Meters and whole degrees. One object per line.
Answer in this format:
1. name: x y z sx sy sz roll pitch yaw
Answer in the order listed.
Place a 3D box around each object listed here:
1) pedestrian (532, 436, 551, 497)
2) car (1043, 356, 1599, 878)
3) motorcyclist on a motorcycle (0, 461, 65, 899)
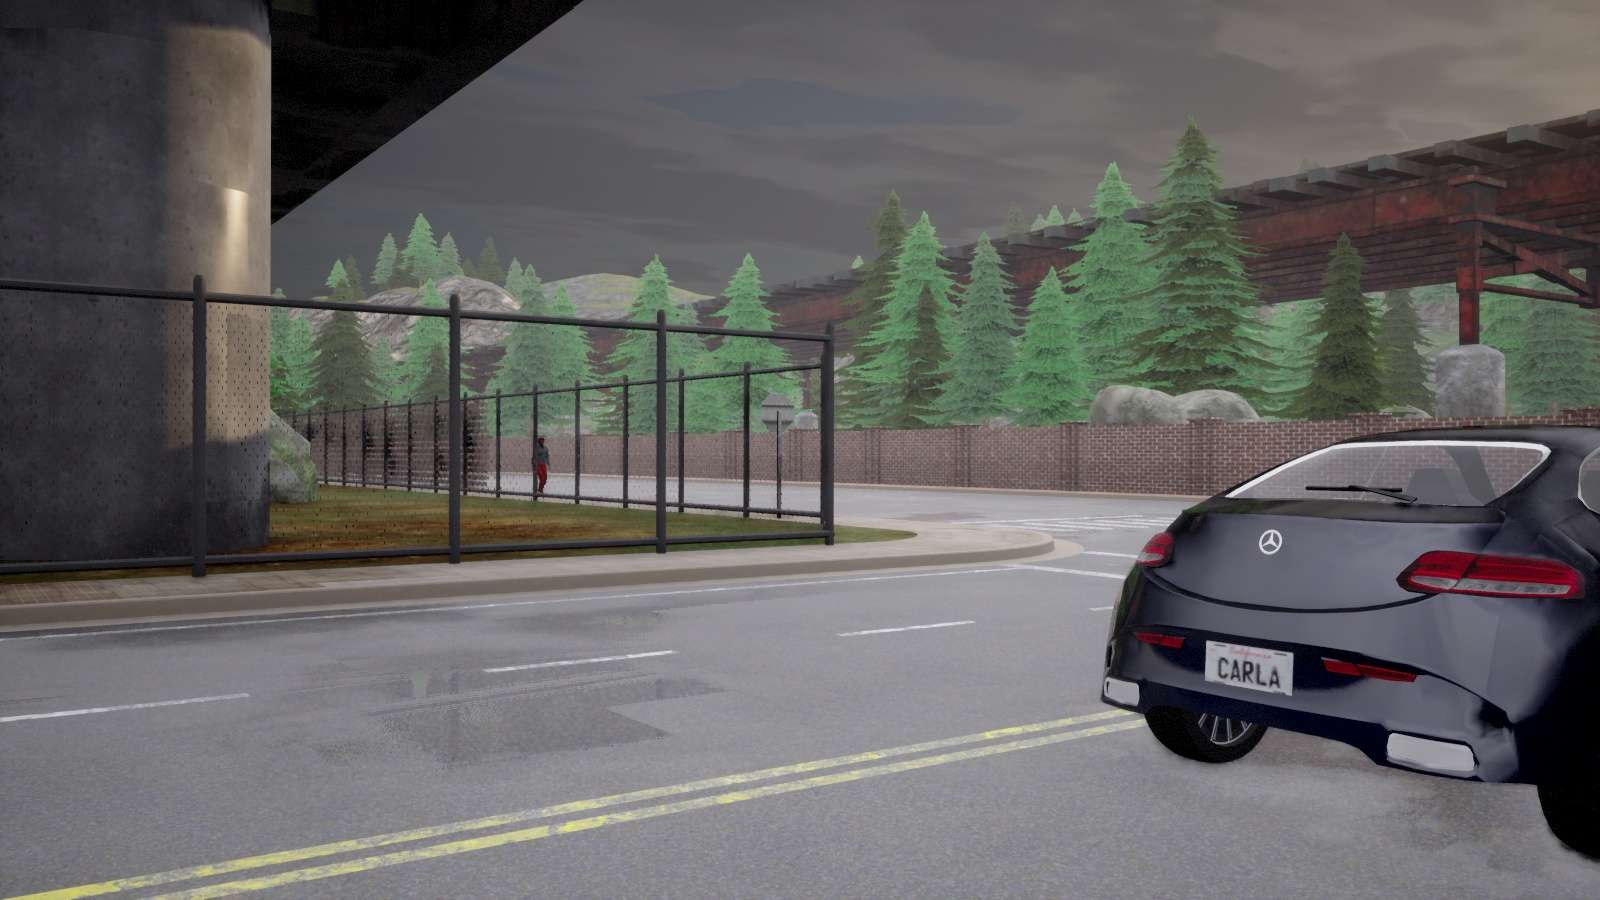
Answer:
1. pedestrian: -7.893 0.514 38.382 0.353 1.847 0.614 0 0 -36
2. car: 3.789 0.531 6.297 5.027 1.651 2.152 0 0 -35
3. motorcyclist on a motorcycle: -2.448 0.790 1.955 2.191 1.530 0.866 0 0 -35
